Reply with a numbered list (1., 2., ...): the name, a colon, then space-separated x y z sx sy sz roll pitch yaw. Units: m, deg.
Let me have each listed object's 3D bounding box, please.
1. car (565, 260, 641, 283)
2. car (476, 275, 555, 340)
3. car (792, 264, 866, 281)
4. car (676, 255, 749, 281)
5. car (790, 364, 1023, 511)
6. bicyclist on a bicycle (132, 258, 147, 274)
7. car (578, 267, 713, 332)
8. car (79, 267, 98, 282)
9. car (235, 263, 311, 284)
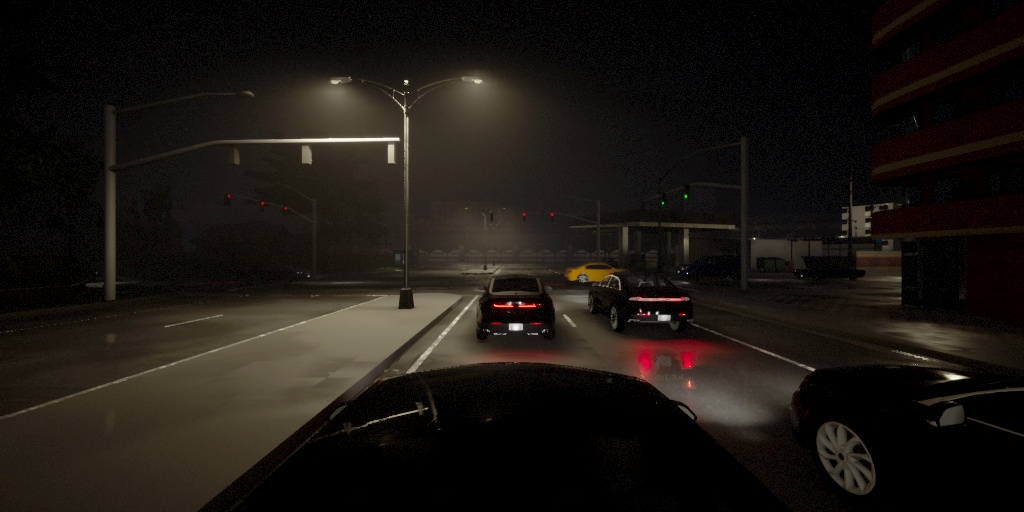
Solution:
1. car: 6.379 1.227 26.064 5.008 1.535 1.882 0 0 0
2. car: 0.096 1.255 10.010 1.837 1.490 4.892 0 0 0
3. car: 26.420 1.351 30.001 4.718 1.301 1.895 0 0 -1
4. car: 16.633 0.972 29.861 5.566 2.045 2.150 0 0 -1
5. car: 3.600 1.255 1.457 1.837 1.490 4.892 0 0 0
6. bicyclist on a bicycle: -38.228 1.053 36.739 0.582 1.620 1.656 0 0 0
7. car: 3.602 1.242 10.865 2.128 1.511 4.902 0 0 0
8. car: -33.483 1.228 26.284 5.008 1.535 1.882 0 0 0
9. car: -17.662 1.242 26.635 4.902 1.511 2.128 0 0 -4
